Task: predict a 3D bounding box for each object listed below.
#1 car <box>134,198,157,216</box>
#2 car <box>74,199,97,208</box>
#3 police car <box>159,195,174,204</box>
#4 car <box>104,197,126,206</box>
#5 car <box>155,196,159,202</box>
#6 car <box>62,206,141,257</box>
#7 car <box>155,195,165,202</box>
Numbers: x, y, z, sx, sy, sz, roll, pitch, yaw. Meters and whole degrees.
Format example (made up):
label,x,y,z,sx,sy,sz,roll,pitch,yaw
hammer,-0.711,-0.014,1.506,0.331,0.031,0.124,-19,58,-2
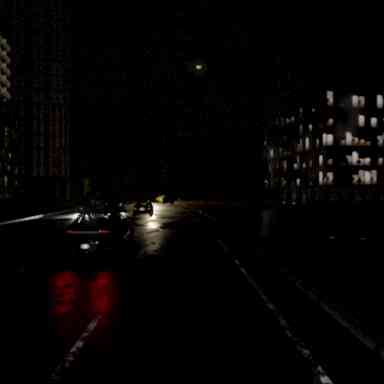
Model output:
label,x,y,z,sx,sy,sz,roll,pitch,yaw
car,-4.675,1.565,32.176,2.033,1.411,5.357,0,0,-5
car,-11.953,1.519,37.606,2.128,1.511,4.902,0,0,-6
police car,-4.493,1.461,62.654,1.930,1.638,5.238,0,0,-10
car,-8.734,1.377,38.071,2.097,1.767,4.553,0,0,-6
car,-6.374,1.502,72.719,1.801,1.575,5.366,0,0,-11
car,-3.460,1.500,12.923,2.128,1.511,4.902,0,0,-2
car,-7.624,1.508,78.684,1.801,1.575,5.366,0,0,-12
